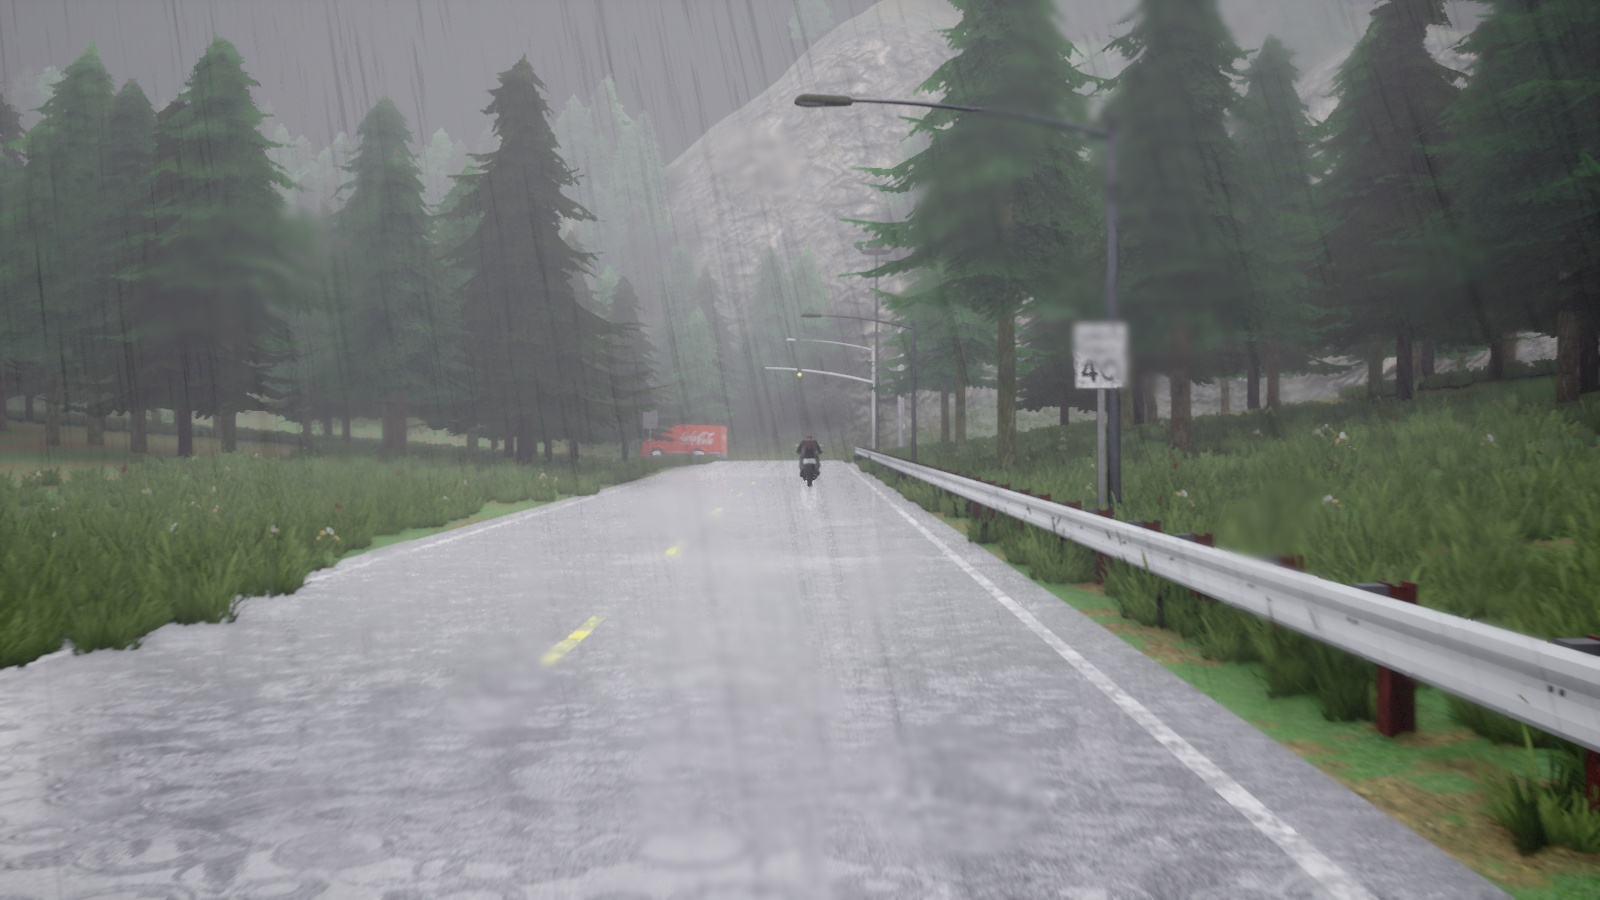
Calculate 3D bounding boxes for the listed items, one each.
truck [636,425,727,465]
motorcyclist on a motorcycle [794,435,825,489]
[{"bbox_3d":[-7.400,-0.312,78.772,5.204,2.467,2.627,0,-1,8],"label":"truck"},{"bbox_3d":[0.281,0.327,36.765,0.866,1.530,2.191,0,1,0],"label":"motorcyclist on a motorcycle"}]
